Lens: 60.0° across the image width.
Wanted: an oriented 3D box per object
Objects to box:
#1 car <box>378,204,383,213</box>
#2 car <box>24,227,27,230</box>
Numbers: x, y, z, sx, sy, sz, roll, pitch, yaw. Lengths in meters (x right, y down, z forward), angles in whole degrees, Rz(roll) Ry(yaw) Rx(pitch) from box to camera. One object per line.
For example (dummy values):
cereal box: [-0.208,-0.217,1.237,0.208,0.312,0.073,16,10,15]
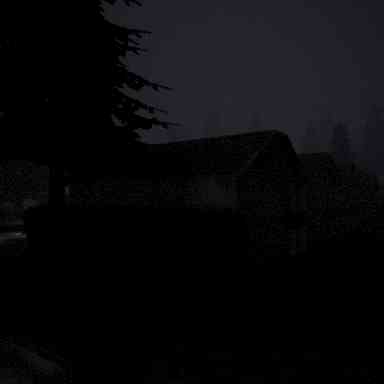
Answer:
car: [22.609,2.038,41.484,4.902,1.511,2.128,-1,-1,29]
car: [-9.424,1.867,23.745,2.097,1.767,4.553,-1,-1,36]
